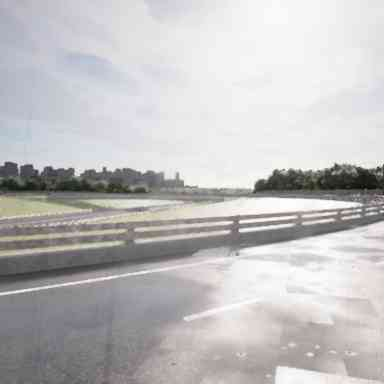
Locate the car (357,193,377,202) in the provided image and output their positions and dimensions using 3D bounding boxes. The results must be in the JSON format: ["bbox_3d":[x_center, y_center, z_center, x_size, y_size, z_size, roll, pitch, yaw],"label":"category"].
[{"bbox_3d":[40.987,1.419,77.343,2.097,1.767,4.553,0,0,7],"label":"car"}]

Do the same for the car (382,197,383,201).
[{"bbox_3d":[44.323,1.675,75.889,1.895,1.301,4.718,0,0,7],"label":"car"}]
